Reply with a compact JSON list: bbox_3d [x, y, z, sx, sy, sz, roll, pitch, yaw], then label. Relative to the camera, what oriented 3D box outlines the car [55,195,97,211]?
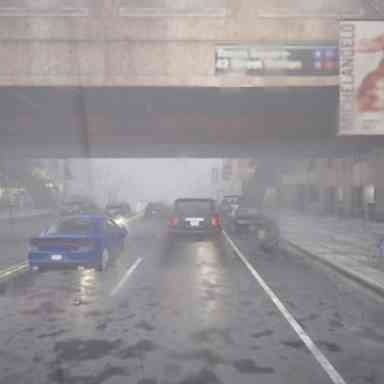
[{"bbox_3d":[-10.479,1.261,31.348,2.150,2.045,5.566,0,0,0],"label":"car"}]

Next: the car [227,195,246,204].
[{"bbox_3d":[3.172,1.264,27.358,2.435,2.045,5.566,0,0,0],"label":"car"}]

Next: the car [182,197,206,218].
[{"bbox_3d":[0.209,1.391,31.108,2.097,1.767,4.553,0,0,0],"label":"car"}]

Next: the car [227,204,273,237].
[{"bbox_3d":[3.219,1.621,19.961,1.895,1.301,4.718,0,0,0],"label":"car"}]

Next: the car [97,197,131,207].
[{"bbox_3d":[-6.978,1.531,31.481,2.128,1.511,4.902,0,0,0],"label":"car"}]

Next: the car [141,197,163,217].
[{"bbox_3d":[-3.290,1.544,31.466,1.837,1.490,4.892,0,0,0],"label":"car"}]

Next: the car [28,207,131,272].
[{"bbox_3d":[-3.402,1.491,10.857,1.882,1.535,5.008,0,0,0],"label":"car"}]

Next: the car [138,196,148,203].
[{"bbox_3d":[-10.416,1.615,72.353,1.812,1.442,4.674,0,0,0],"label":"car"}]

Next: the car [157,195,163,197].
[{"bbox_3d":[-6.920,1.566,72.558,1.882,1.535,5.008,0,0,0],"label":"car"}]

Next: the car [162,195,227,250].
[{"bbox_3d":[0.120,1.240,14.657,2.150,2.045,5.566,0,0,1],"label":"car"}]
